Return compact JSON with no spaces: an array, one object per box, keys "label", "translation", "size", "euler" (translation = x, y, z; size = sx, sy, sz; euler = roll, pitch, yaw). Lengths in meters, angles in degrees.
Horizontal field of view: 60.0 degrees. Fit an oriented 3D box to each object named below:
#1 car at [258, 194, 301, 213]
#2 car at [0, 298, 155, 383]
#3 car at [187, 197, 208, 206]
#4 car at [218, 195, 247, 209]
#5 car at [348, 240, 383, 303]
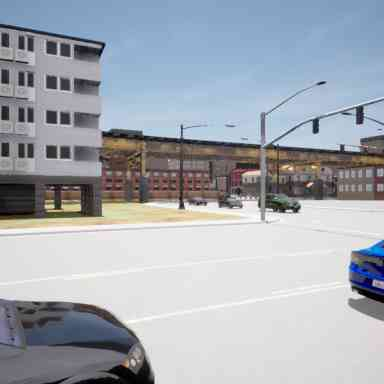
[{"label":"car","translation":[9.641,1.222,37.280],"size":[2.150,2.045,5.566],"euler":[0,0,-26]},{"label":"car","translation":[-2.423,1.564,2.754],"size":[4.181,1.385,1.994],"euler":[0,0,-32]},{"label":"car","translation":[0.846,1.547,55.884],"size":[2.033,1.411,5.357],"euler":[0,0,-20]},{"label":"car","translation":[5.267,1.526,46.433],"size":[1.812,1.442,4.674],"euler":[0,0,-25]},{"label":"car","translation":[5.554,1.478,6.907],"size":[5.008,1.535,1.882],"euler":[0,0,-25]}]
